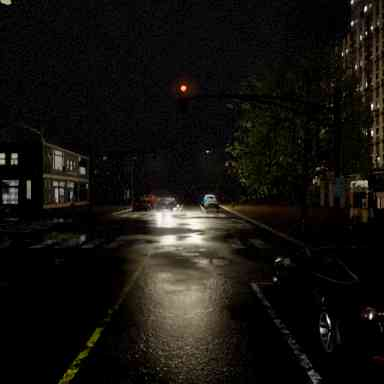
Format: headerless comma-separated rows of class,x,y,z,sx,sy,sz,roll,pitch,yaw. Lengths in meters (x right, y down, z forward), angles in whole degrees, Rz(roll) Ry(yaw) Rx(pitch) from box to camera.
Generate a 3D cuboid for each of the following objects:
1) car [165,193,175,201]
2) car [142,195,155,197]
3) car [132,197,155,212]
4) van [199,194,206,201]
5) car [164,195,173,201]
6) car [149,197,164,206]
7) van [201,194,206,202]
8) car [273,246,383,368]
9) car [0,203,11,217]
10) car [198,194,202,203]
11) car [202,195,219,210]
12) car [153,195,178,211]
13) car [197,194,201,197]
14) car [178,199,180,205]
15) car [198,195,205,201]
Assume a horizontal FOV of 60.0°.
car,-5.802,1.324,88.187,2.192,1.841,5.009,0,0,0
car,-5.743,1.318,43.779,2.192,1.841,5.009,0,0,0
car,-5.736,1.584,38.228,1.802,1.307,4.206,0,0,0
van,2.587,1.349,82.650,1.690,1.788,3.998,0,0,0
car,-5.795,1.558,82.636,2.008,1.369,4.403,0,0,0
car,-5.758,1.555,54.881,2.008,1.369,4.403,0,0,0
van,2.630,1.345,49.344,1.690,1.788,3.998,0,0,0
car,2.687,1.566,5.763,1.947,1.339,4.313,0,0,0
car,-17.304,1.371,27.216,4.507,1.381,1.887,1,-1,-1
car,2.614,1.556,60.446,2.008,1.369,4.403,0,0,0
car,2.636,1.528,43.962,1.752,1.417,4.829,0,0,0
car,-3.145,1.494,40.006,2.128,1.511,4.902,0,0,0
car,2.600,1.572,71.548,1.947,1.339,4.313,0,0,0
car,-3.166,1.567,49.137,1.994,1.385,4.181,0,0,-1
car,2.578,1.534,88.371,1.752,1.417,4.829,0,0,0
